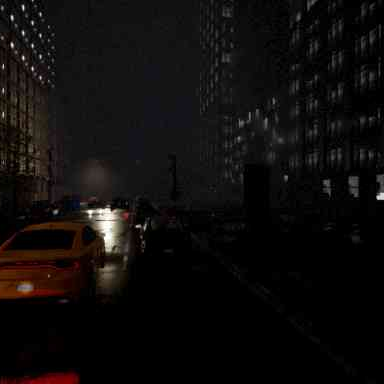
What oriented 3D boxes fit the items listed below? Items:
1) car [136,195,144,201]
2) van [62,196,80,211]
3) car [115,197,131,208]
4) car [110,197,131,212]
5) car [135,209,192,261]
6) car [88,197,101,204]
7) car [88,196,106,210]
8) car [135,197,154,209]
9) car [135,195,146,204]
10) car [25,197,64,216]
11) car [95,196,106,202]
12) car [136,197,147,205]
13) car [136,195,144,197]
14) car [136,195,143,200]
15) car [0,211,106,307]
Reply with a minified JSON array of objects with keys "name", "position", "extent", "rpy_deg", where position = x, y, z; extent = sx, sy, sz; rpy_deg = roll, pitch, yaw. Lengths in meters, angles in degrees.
[{"name":"car","position":[-12.391,1.501,78.889],"extent":[1.947,1.339,4.313],"rpy_deg":[0,0,-10]},{"name":"van","position":[-14.122,1.296,38.553],"extent":[1.690,1.788,3.998],"rpy_deg":[0,0,-10]},{"name":"car","position":[-10.033,1.507,48.634],"extent":[2.033,1.411,5.357],"rpy_deg":[0,0,-9]},{"name":"car","position":[-8.322,1.321,38.770],"extent":[2.097,1.767,4.553],"rpy_deg":[0,0,-9]},{"name":"car","position":[-1.057,1.547,12.134],"extent":[2.008,1.369,4.403],"rpy_deg":[0,0,-10]},{"name":"car","position":[-17.854,1.515,60.808],"extent":[1.802,1.307,4.206],"rpy_deg":[0,0,-10]},{"name":"car","position":[-12.017,1.522,42.330],"extent":[1.994,1.385,4.181],"rpy_deg":[0,0,-10]},{"name":"car","position":[-4.919,1.545,34.370],"extent":[1.947,1.339,4.313],"rpy_deg":[0,0,-10]},{"name":"car","position":[-9.590,1.393,62.193],"extent":[1.967,1.590,4.097],"rpy_deg":[0,0,-10]},{"name":"car","position":[-12.253,1.405,27.426],"extent":[1.967,1.590,4.097],"rpy_deg":[0,0,-10]},{"name":"car","position":[-19.722,1.488,71.934],"extent":[1.947,1.339,4.313],"rpy_deg":[0,0,-10]},{"name":"car","position":[-8.655,1.540,56.629],"extent":[1.802,1.307,4.206],"rpy_deg":[0,0,-10]},{"name":"car","position":[-7.721,1.530,51.064],"extent":[1.947,1.339,4.313],"rpy_deg":[0,0,-10]},{"name":"car","position":[-14.259,1.468,90.018],"extent":[1.887,1.381,4.507],"rpy_deg":[0,0,-10]},{"name":"car","position":[-3.227,1.470,8.081],"extent":[1.882,1.535,5.008],"rpy_deg":[0,0,-10]}]
